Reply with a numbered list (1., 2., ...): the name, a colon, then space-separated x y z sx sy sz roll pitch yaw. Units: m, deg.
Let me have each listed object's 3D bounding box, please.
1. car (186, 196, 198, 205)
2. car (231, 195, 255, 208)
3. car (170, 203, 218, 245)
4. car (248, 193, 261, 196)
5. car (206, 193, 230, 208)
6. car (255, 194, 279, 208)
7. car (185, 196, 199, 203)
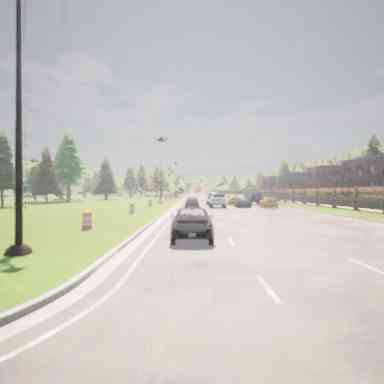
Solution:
1. car: 0.026 1.447 56.344 2.033 1.411 5.357 0 0 0
2. car: 7.021 1.481 46.338 1.994 1.385 4.181 0 0 0
3. car: 0.008 1.465 15.311 2.128 1.511 4.902 0 0 0
4. car: 10.526 1.121 56.369 2.150 2.045 5.566 0 0 0
5. car: 3.521 1.140 45.952 2.150 2.045 5.566 0 0 0
6. car: 10.521 1.396 45.920 1.882 1.535 5.008 0 0 0
7. car: 0.021 1.410 45.924 2.128 1.511 4.902 0 0 0
